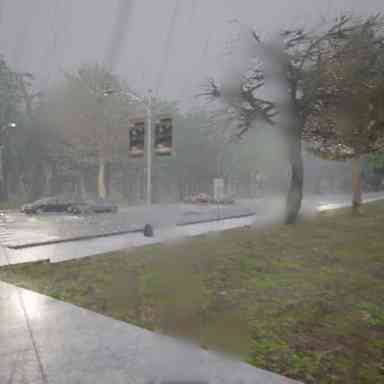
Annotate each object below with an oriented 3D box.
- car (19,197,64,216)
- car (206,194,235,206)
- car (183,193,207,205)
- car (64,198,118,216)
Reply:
[{"bbox_3d":[-12.287,1.182,28.786,1.837,1.490,4.892,1,1,35],"label":"car"},{"bbox_3d":[4.352,1.179,46.623,1.994,1.385,4.181,1,1,36],"label":"car"},{"bbox_3d":[0.766,0.922,47.183,2.097,1.767,4.553,1,1,36],"label":"car"},{"bbox_3d":[-8.384,1.285,28.676,1.994,1.385,4.181,1,1,35],"label":"car"}]
